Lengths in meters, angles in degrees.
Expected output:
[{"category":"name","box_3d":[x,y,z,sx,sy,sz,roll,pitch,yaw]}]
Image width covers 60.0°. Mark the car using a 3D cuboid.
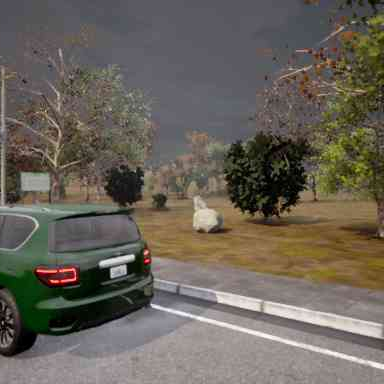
[{"category":"car","box_3d":[-3.230,1.220,6.279,5.566,2.045,2.150,0,0,35]}]
